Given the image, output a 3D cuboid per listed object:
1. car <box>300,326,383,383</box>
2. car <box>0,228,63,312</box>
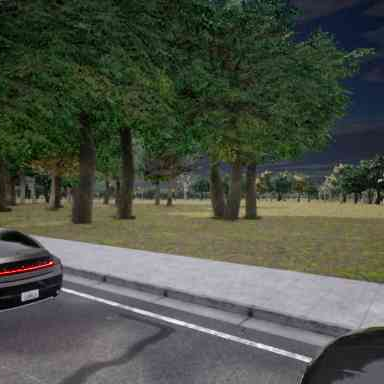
[{"bbox_3d":[2.996,1.491,1.546,4.902,1.511,2.128,0,0,36],"label":"car"},{"bbox_3d":[-4.727,1.513,7.069,4.892,1.490,1.837,0,0,35],"label":"car"}]
